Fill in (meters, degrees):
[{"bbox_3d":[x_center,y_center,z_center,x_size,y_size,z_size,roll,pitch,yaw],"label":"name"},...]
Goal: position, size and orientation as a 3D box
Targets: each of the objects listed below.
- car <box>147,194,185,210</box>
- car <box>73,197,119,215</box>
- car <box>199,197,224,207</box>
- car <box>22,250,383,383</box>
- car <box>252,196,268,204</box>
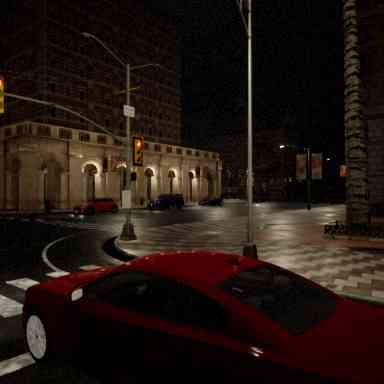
[{"bbox_3d":[-3.253,1.221,42.764,2.150,2.045,5.566,0,0,38],"label":"car"},{"bbox_3d":[-9.887,1.352,34.369,2.097,1.767,4.553,0,0,39],"label":"car"},{"bbox_3d":[2.939,1.492,50.700,2.128,1.511,4.902,0,0,38],"label":"car"},{"bbox_3d":[-0.206,1.478,4.081,5.008,1.535,1.882,0,0,38],"label":"car"},{"bbox_3d":[12.799,1.524,63.367,1.837,1.490,4.892,0,0,37],"label":"car"}]
